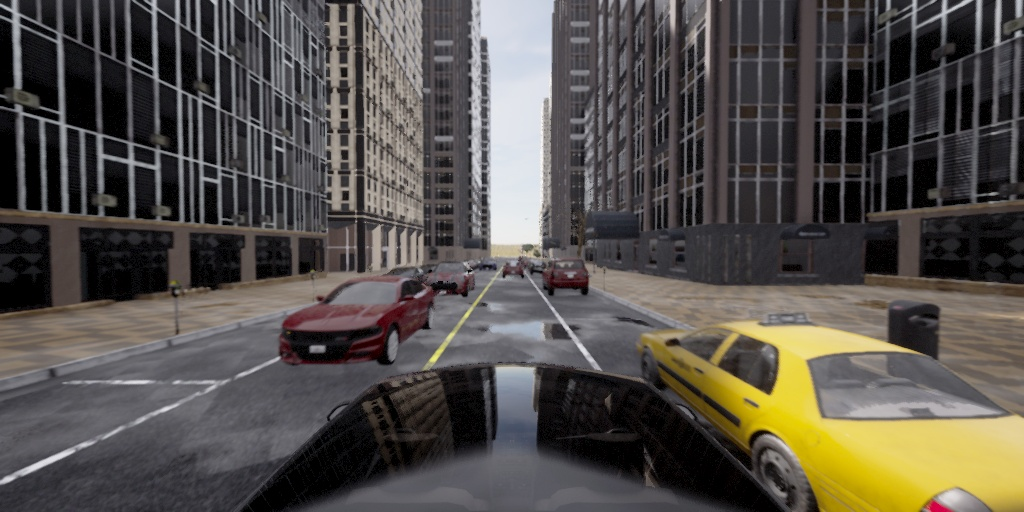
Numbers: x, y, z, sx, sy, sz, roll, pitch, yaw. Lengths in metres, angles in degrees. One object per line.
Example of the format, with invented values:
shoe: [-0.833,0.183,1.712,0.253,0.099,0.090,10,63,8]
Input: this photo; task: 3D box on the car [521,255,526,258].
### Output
car: [2.692,0.982,53.549,1.967,1.591,4.097,0,0,0]

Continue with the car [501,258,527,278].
car: [0.102,1.158,31.928,1.812,1.442,4.674,0,0,0]

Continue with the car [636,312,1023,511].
car: [2.821,1.268,3.935,1.751,1.417,4.829,0,0,0]

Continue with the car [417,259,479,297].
car: [-3.085,1.040,18.258,2.097,1.767,4.553,0,0,0]

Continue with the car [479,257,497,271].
car: [-3.000,0.934,45.828,2.097,1.767,4.553,0,0,0]

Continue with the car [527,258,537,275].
car: [2.692,1.180,36.526,1.948,1.339,4.313,0,0,0]

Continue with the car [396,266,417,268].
car: [-5.827,1.248,19.566,1.948,1.339,4.313,0,0,0]

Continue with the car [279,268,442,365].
car: [-3.098,1.204,8.210,1.882,1.535,5.008,0,0,0]

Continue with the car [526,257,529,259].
car: [2.692,1.141,42.200,2.007,1.370,4.403,0,0,0]

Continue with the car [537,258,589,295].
car: [2.731,1.000,19.016,2.192,1.841,5.009,0,0,0]
